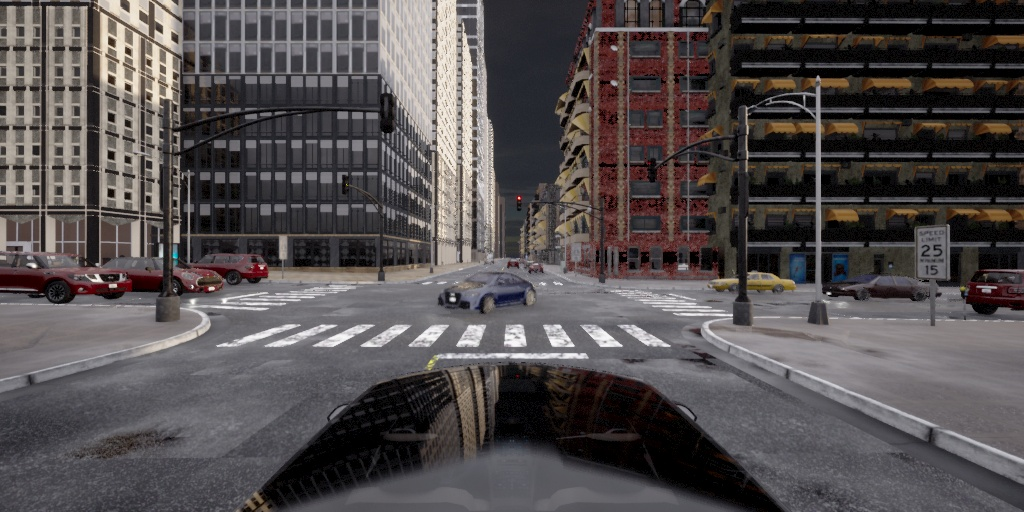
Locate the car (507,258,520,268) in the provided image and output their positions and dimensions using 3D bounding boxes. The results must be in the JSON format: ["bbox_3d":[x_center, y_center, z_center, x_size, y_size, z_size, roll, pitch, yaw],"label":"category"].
[{"bbox_3d":[0.188,1.249,60.910,1.882,1.535,5.008,0,-1,0],"label":"car"}]

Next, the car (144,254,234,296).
[{"bbox_3d":[-15.722,0.835,16.082,4.553,1.767,2.097,1,0,0],"label":"car"}]

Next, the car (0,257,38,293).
[{"bbox_3d":[-24.941,0.789,16.018,5.008,1.535,1.882,1,0,-1],"label":"car"}]

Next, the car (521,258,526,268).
[{"bbox_3d":[2.769,1.317,54.723,2.007,1.370,4.403,0,0,0],"label":"car"}]

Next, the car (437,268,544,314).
[{"bbox_3d":[-0.842,1.321,13.878,1.994,1.385,4.181,1,0,37],"label":"car"}]

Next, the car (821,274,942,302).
[{"bbox_3d":[19.919,1.695,19.538,5.357,1.411,2.033,1,0,0],"label":"car"}]

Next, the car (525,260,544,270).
[{"bbox_3d":[2.800,1.341,41.805,1.802,1.307,4.207,0,0,0],"label":"car"}]

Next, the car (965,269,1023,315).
[{"bbox_3d":[20.616,1.461,13.785,5.009,1.841,2.192,0,0,0],"label":"car"}]

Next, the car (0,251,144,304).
[{"bbox_3d":[-17.558,0.757,13.477,5.009,1.841,2.192,0,0,0],"label":"car"}]

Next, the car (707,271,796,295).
[{"bbox_3d":[14.660,1.587,22.090,4.829,1.417,1.751,0,0,0],"label":"car"}]

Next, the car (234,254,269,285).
[{"bbox_3d":[-17.680,0.776,21.856,5.009,1.841,2.192,0,0,0],"label":"car"}]
